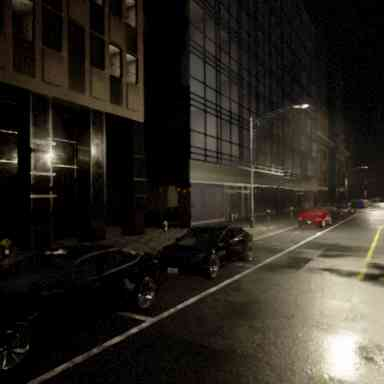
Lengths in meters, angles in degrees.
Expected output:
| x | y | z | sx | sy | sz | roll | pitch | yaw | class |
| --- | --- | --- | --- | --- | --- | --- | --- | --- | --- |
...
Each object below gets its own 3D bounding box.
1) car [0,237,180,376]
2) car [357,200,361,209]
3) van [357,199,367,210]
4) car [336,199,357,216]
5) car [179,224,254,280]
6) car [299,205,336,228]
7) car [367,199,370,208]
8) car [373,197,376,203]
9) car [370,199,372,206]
| x | y | z | sx | sy | sz | roll | pitch | yaw | class |
| --- | --- | --- | --- | --- | --- | --- | --- | --- | --- |
| -2.286 | 1.692 | 5.953 | 1.947 | 1.339 | 4.313 | -1 | -1 | 31 | car |
| 20.940 | 2.090 | 44.279 | 1.887 | 1.381 | 4.507 | -1 | -1 | 31 | car |
| 26.745 | 1.992 | 53.865 | 1.690 | 1.788 | 3.998 | -1 | -1 | 31 | van |
| 18.036 | 1.933 | 39.491 | 1.967 | 1.590 | 4.097 | -1 | -1 | 31 | car |
| 0.617 | 1.743 | 10.743 | 1.947 | 1.339 | 4.313 | -1 | -1 | 31 | car |
| 9.327 | 1.879 | 25.117 | 1.887 | 1.381 | 4.507 | -1 | -1 | 31 | car |
| 29.651 | 2.248 | 58.652 | 1.887 | 1.381 | 4.507 | -1 | -1 | 31 | car |
| 41.263 | 2.356 | 77.818 | 1.967 | 1.590 | 4.097 | -1 | -1 | 31 | car |
| 32.554 | 2.301 | 63.443 | 1.887 | 1.381 | 4.507 | -1 | -1 | 31 | car |
